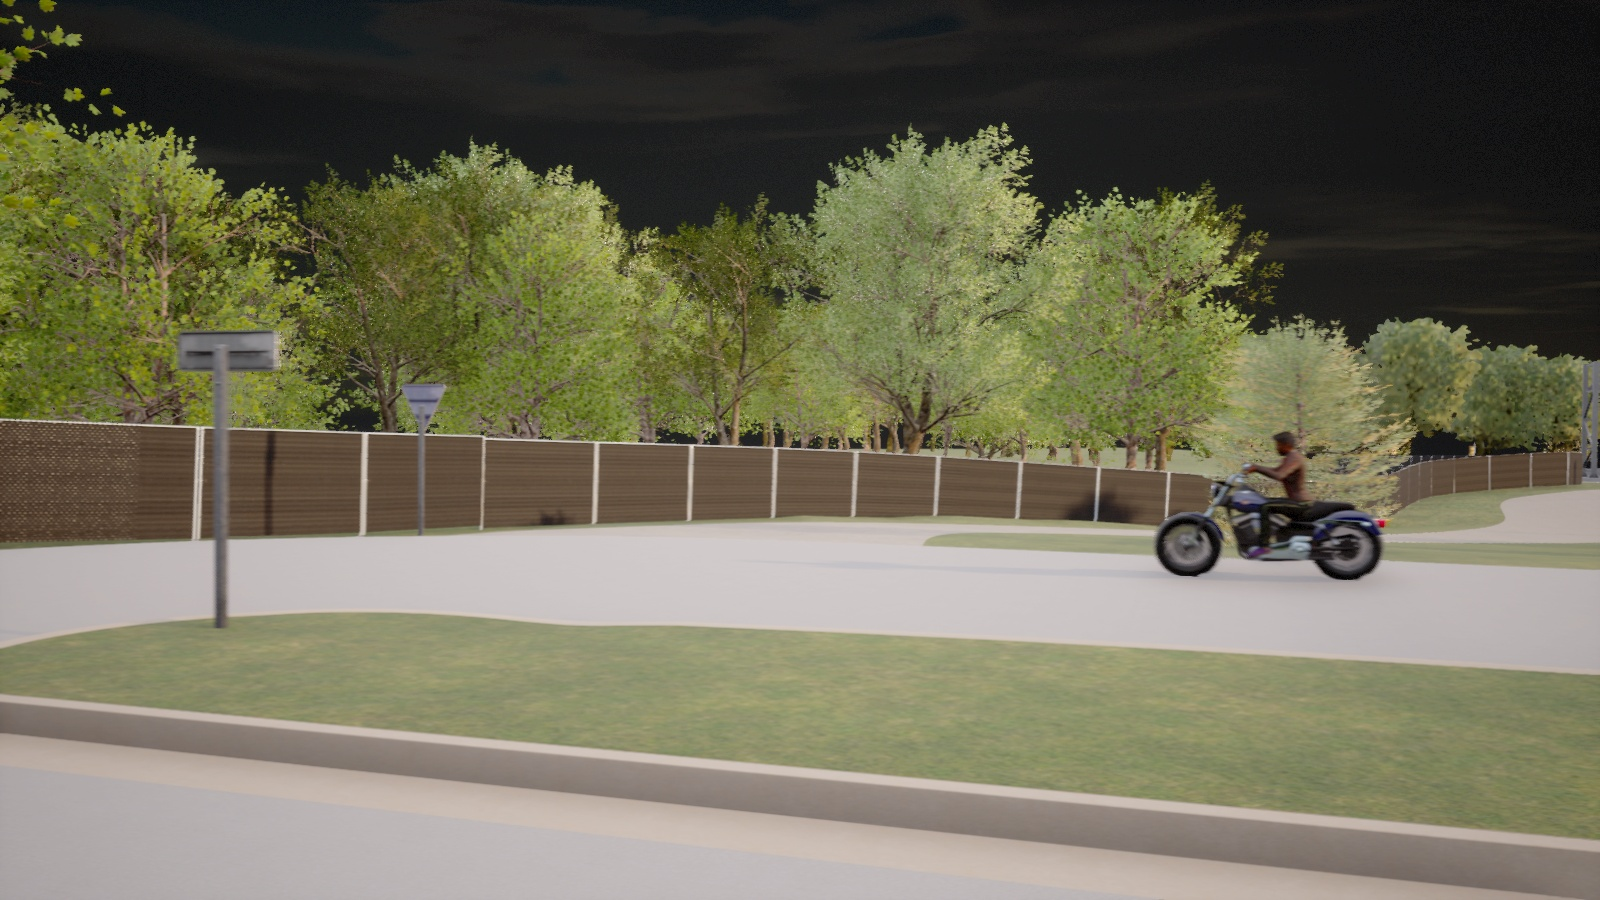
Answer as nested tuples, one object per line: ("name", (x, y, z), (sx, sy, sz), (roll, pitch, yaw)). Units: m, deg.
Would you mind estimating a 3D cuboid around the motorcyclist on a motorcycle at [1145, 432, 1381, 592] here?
("motorcyclist on a motorcycle", (5.029, 0.646, 13.740), (2.350, 1.649, 0.766), (0, 1, 20))
